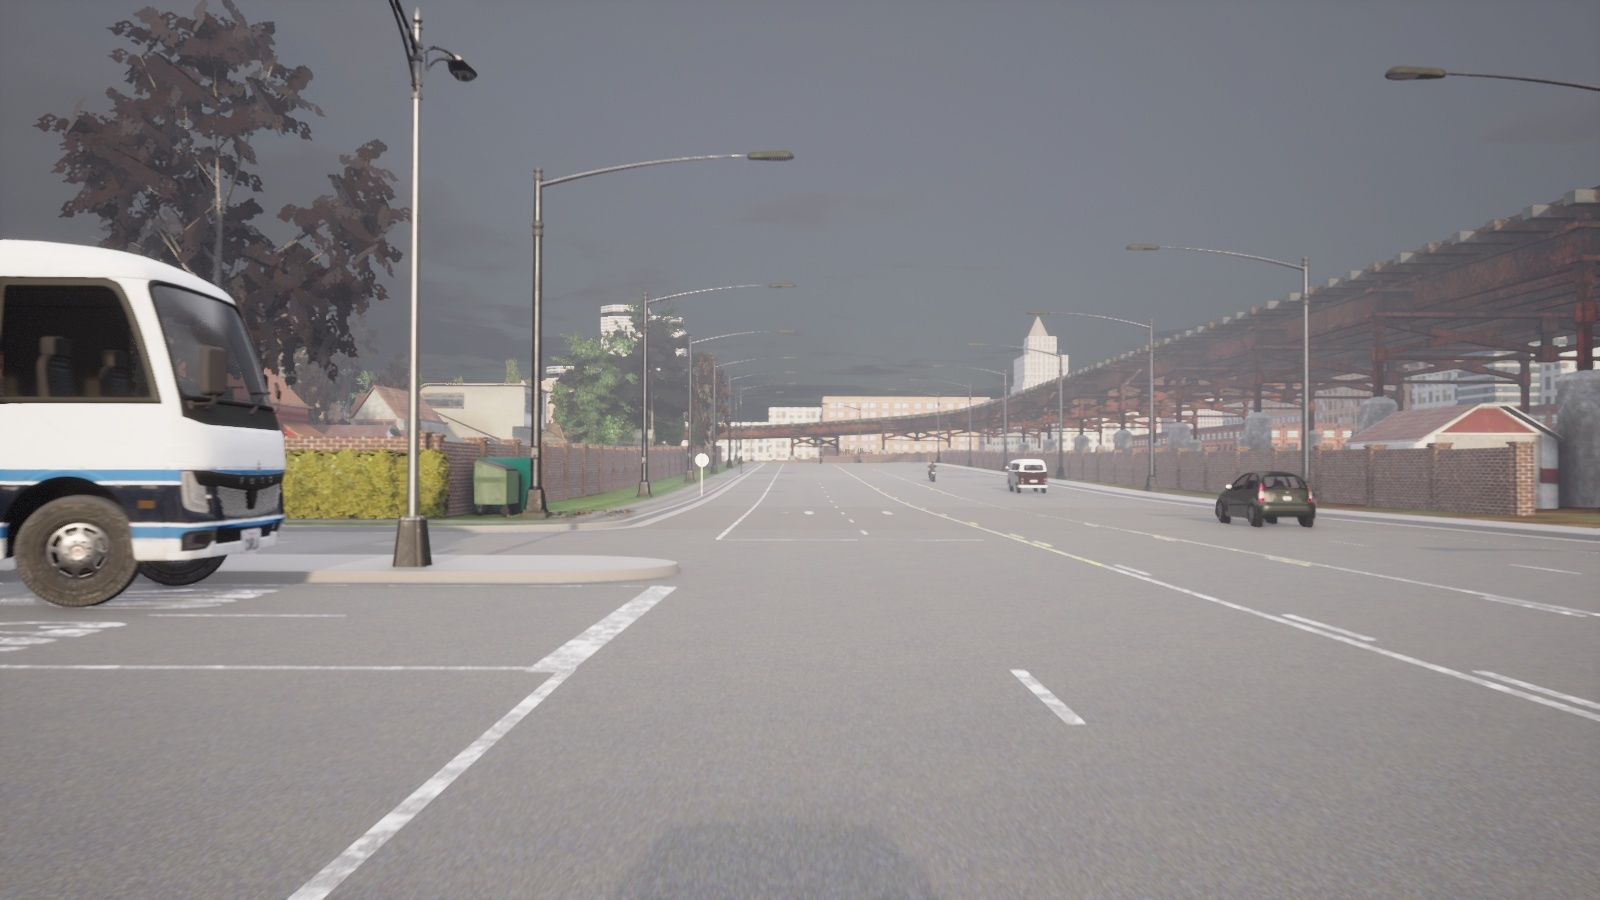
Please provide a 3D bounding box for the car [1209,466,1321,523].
[{"bbox_3d":[13.871,1.289,37.717,1.851,1.617,3.988,0,-1,0],"label":"car"}]

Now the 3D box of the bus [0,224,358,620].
[{"bbox_3d":[-11.179,-0.261,15.275,10.273,4.253,3.944,0,-1,-4],"label":"bus"}]

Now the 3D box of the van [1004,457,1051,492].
[{"bbox_3d":[13.747,1.447,76.127,2.069,2.038,4.480,0,0,0],"label":"van"}]
